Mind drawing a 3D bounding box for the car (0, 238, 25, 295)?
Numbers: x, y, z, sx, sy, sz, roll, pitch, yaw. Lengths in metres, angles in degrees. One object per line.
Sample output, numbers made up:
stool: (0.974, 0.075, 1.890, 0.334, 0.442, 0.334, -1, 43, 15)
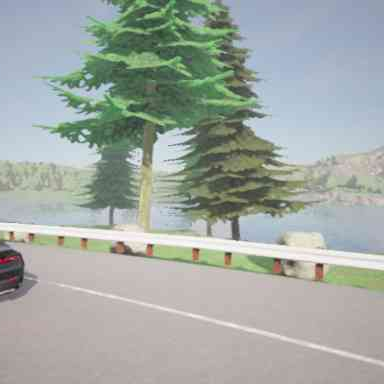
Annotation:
car: (-5.690, 1.451, 7.161, 4.892, 1.490, 1.837, 0, 0, 30)
